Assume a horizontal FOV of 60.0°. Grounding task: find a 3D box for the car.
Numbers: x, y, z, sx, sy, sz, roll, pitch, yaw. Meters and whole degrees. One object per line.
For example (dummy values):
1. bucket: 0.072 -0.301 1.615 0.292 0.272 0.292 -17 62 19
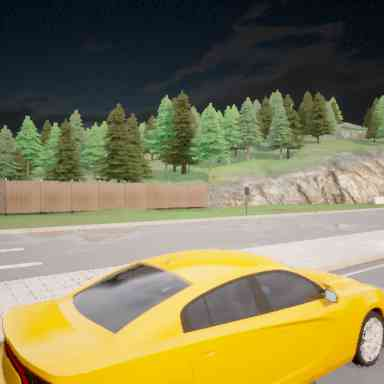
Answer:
1. car: 0.467 1.477 4.077 5.008 1.535 1.882 0 0 -35
